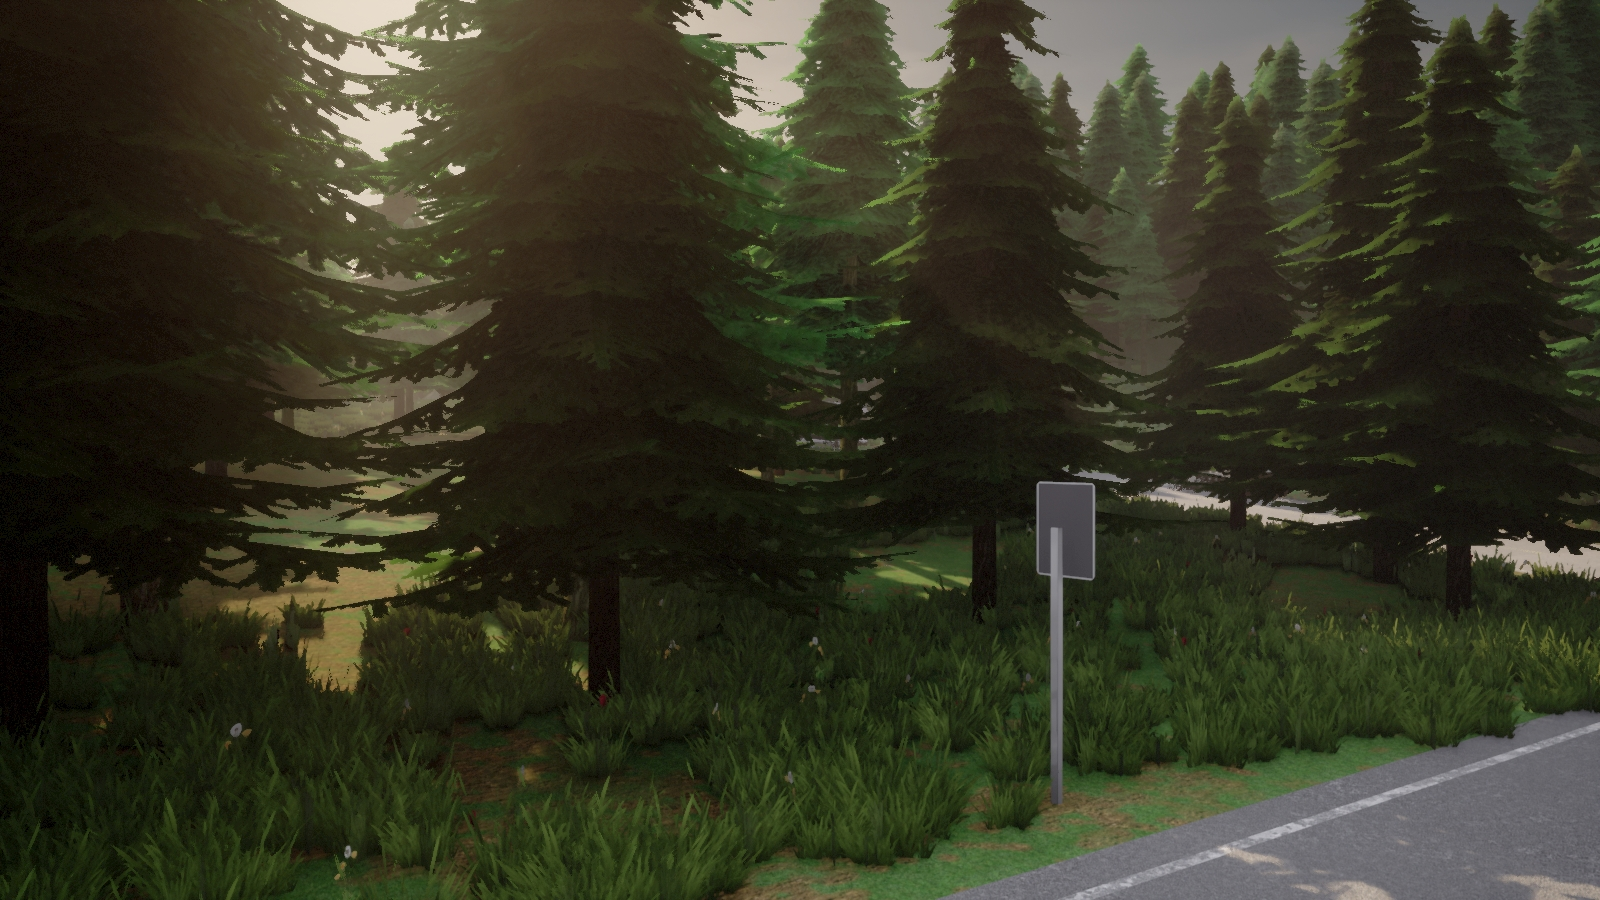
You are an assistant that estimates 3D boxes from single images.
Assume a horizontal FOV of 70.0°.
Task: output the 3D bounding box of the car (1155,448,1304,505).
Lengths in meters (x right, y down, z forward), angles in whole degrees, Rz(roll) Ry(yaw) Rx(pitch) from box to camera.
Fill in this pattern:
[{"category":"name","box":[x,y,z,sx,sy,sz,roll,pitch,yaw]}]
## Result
[{"category":"car","box":[16.213,0.929,43.484,2.097,1.638,5.238,0,5,-25]}]
